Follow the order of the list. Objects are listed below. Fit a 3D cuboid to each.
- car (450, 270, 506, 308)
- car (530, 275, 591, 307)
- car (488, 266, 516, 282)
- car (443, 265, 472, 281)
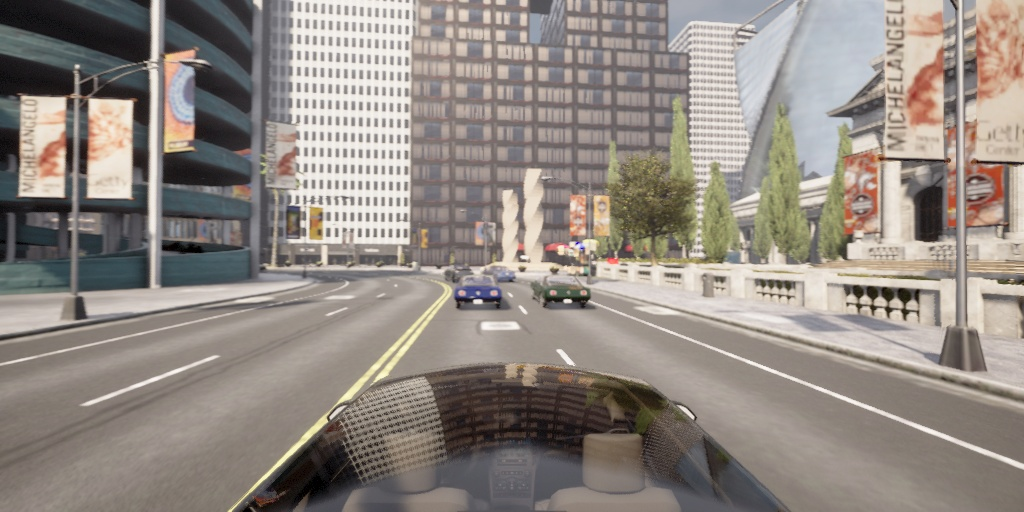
[{"bbox_3d":[-1.496,1.473,15.916,1.895,1.301,4.718,0,0,-5],"label":"car"},{"bbox_3d":[1.989,1.493,16.230,1.895,1.301,4.718,0,0,-5],"label":"car"},{"bbox_3d":[-1.342,1.570,32.215,2.033,1.411,5.357,0,-1,-22],"label":"car"},{"bbox_3d":[-4.716,1.490,31.194,2.128,1.511,4.902,1,0,-22],"label":"car"}]
